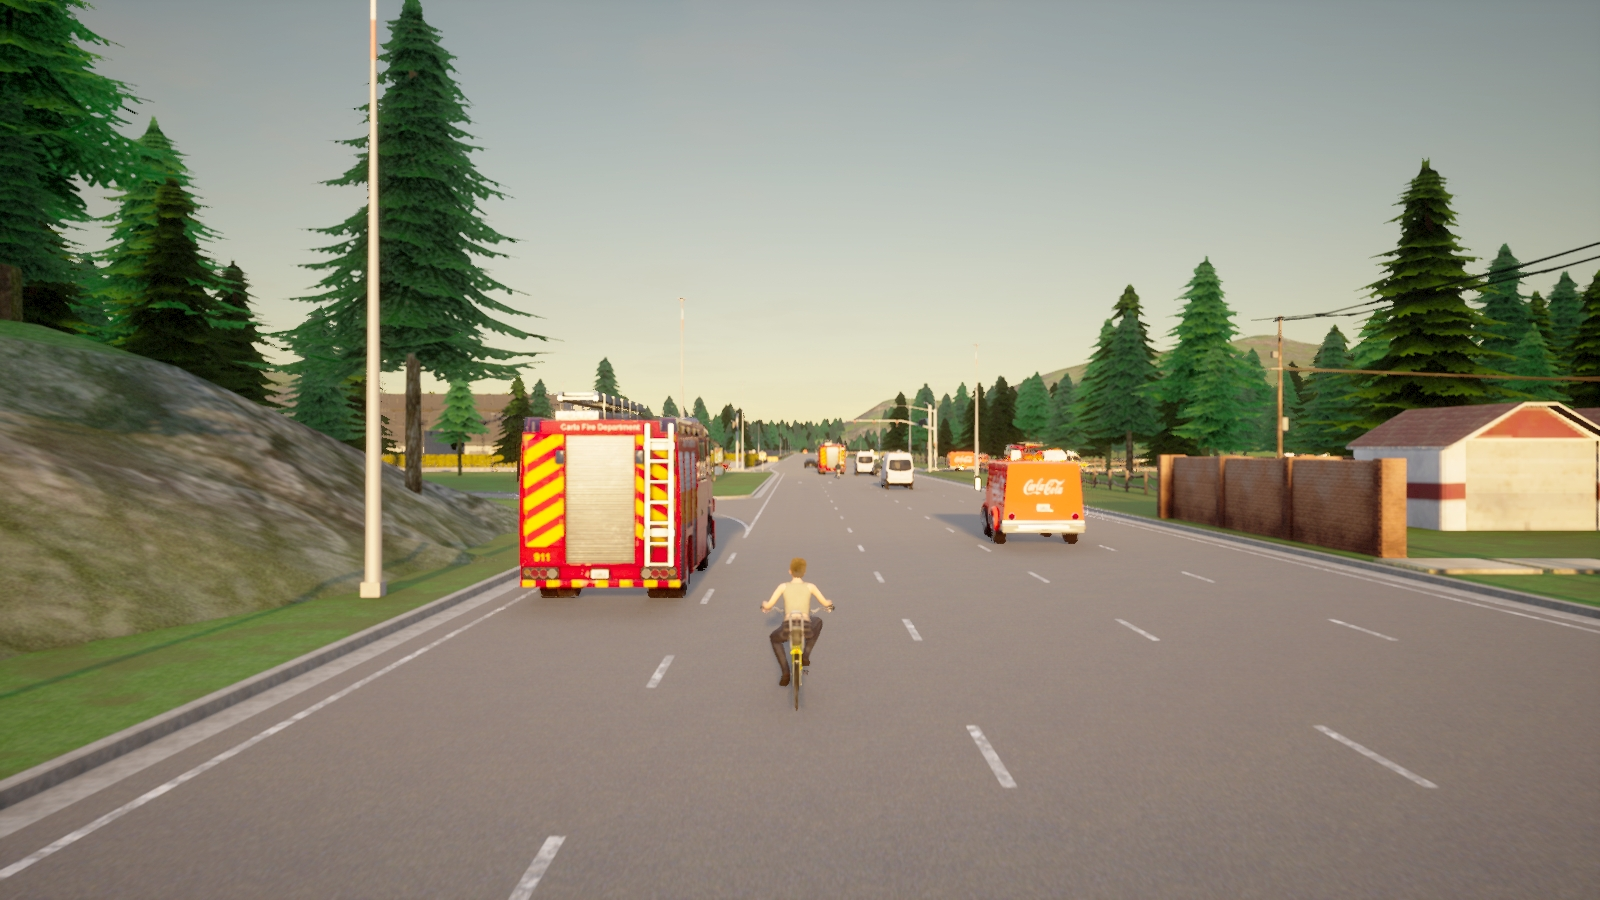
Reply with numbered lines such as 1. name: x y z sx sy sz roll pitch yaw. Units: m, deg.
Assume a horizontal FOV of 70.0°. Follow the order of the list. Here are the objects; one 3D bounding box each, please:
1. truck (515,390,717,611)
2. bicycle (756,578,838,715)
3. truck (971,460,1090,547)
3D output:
1. truck: -3.508 0.878 24.074 2.891 3.827 8.468 0 0 0
2. bicycle: -0.030 2.151 12.753 0.859 1.276 1.487 0 0 0
3. truck: 6.982 1.550 35.280 2.627 2.467 5.204 0 0 0
